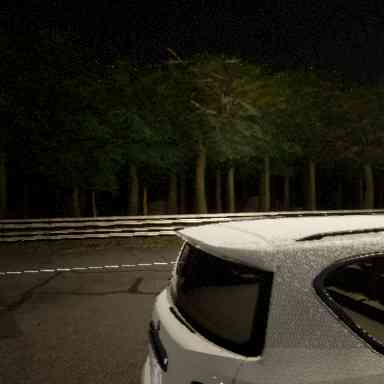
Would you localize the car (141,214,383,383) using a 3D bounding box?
[{"bbox_3d":[2.357,1.217,2.944,5.566,2.045,2.150,-1,-1,-15],"label":"car"}]
